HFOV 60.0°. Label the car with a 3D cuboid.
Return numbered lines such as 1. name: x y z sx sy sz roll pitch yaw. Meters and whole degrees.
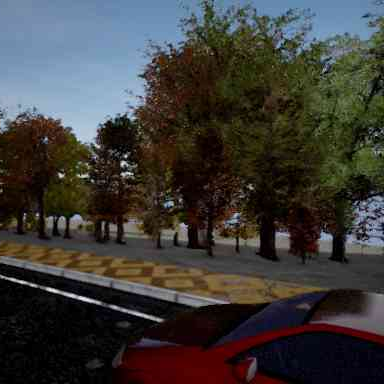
1. car: 1.190 1.570 2.715 4.181 1.385 1.994 -1 0 35
